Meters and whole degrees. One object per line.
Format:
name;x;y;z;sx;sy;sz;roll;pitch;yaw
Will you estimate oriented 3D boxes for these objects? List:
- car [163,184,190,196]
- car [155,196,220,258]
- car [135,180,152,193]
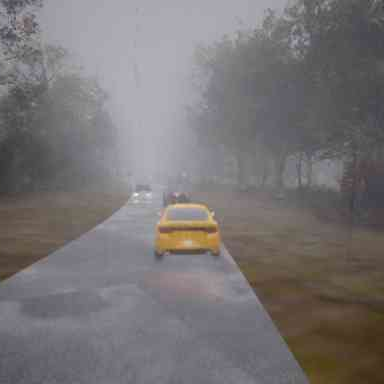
car;-1.376;0.140;28.017;2.097;1.767;4.553;1;3;-6
car;-0.191;1.123;11.367;1.882;1.535;5.008;0;2;-2
car;-6.181;-0.818;41.978;1.882;1.535;5.008;1;4;-9
